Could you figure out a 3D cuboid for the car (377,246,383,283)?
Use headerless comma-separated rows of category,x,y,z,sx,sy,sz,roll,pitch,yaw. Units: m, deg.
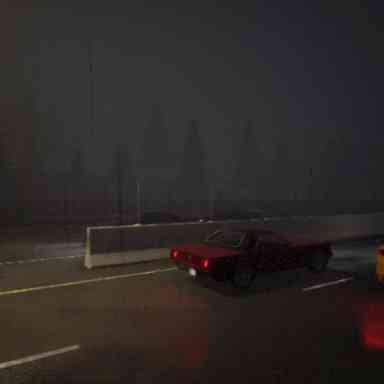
car,6.615,1.582,8.297,5.008,1.535,1.882,1,0,-34

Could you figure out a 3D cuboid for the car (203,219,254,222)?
car,2.303,1.681,22.537,5.357,1.411,2.033,1,0,-34

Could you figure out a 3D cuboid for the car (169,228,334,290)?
car,1.840,1.663,9.276,4.718,1.301,1.895,1,0,-35

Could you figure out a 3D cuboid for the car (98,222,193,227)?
car,-2.122,1.579,15.274,4.674,1.442,1.812,1,0,-34
